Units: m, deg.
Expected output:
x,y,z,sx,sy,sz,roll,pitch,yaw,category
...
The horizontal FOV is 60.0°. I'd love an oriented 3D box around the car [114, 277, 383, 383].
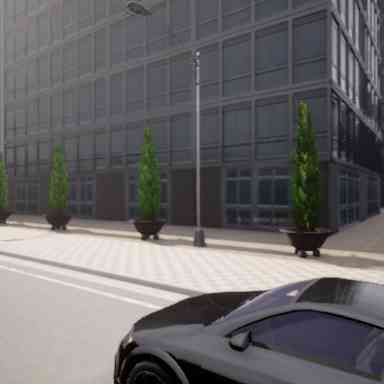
x,y,z,sx,sy,sz,roll,pitch,yaw,category
1.219,1.565,3.123,4.181,1.385,1.994,0,0,36,car
